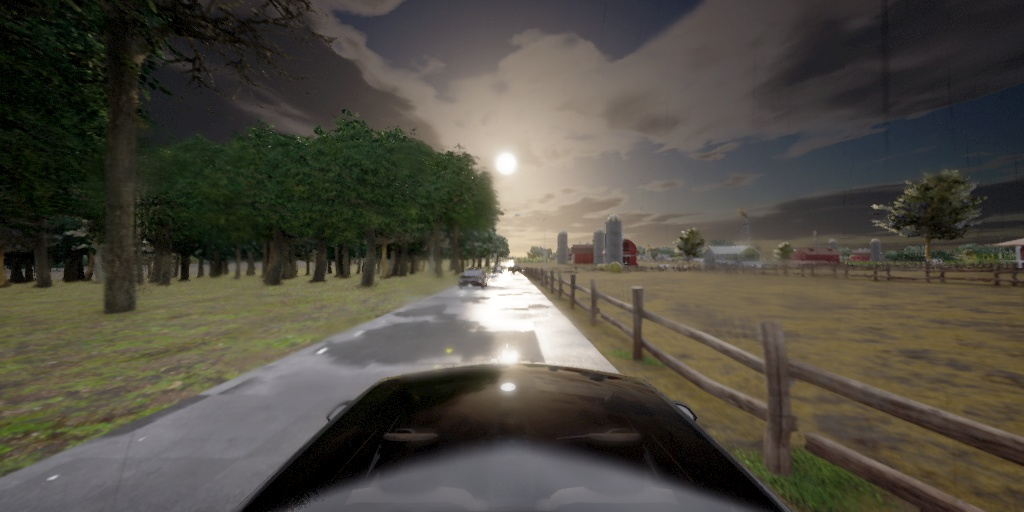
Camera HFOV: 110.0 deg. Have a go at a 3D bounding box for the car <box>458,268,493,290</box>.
[{"bbox_3d":[-2.851,1.729,27.244,2.033,1.411,5.357,0,-1,0],"label":"car"}]
